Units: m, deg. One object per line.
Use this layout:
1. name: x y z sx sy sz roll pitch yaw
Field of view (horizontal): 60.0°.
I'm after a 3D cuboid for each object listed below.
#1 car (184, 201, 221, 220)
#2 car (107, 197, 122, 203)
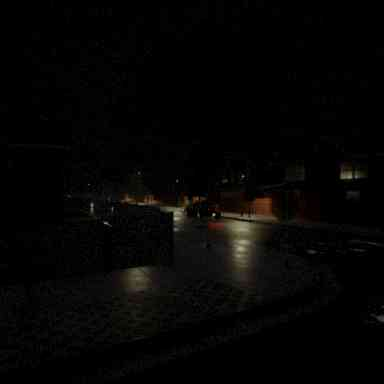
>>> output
1. car: 0.834 1.580 28.671 1.837 1.490 4.892 1 -1 -22
2. car: -12.295 1.505 52.431 2.128 1.511 4.902 0 0 -23
